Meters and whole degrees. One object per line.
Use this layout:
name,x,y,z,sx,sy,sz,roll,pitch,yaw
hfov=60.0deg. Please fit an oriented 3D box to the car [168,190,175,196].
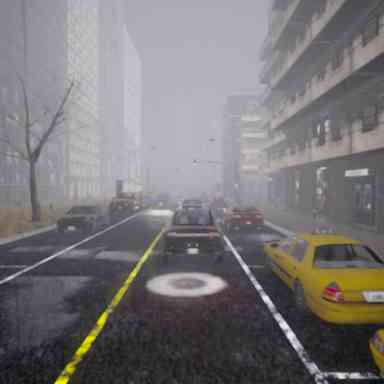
car,-5.796,0.197,94.506,1.967,1.590,4.097,0,1,0

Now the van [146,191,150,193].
van,-5.738,0.791,40.008,1.690,1.788,3.998,0,1,0

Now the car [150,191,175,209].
car,-3.109,0.998,35.824,2.128,1.511,4.902,0,1,0

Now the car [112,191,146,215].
car,-5.726,0.913,28.963,2.192,1.841,5.009,0,1,0

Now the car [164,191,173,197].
car,-5.783,0.437,83.452,1.887,1.381,4.507,0,1,0

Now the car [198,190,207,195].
car,2.608,0.577,72.407,1.887,1.381,4.507,0,1,0

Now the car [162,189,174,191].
car,-5.773,0.347,72.396,2.192,1.841,5.009,0,1,0

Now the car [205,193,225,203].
car,2.649,1.069,34.496,1.887,1.381,4.507,0,1,0

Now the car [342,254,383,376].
car,2.685,1.502,1.532,1.752,1.417,4.829,0,1,0

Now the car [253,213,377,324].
car,2.678,1.425,7.055,1.752,1.417,4.829,0,1,0

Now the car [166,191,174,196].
car,-5.789,0.390,88.981,1.947,1.339,4.313,0,1,0

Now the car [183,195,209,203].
car,0.017,1.190,25.746,2.033,1.411,5.357,0,1,0

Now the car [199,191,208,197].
car,2.603,0.507,77.933,1.887,1.381,4.507,0,1,0

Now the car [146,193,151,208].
car,-5.731,1.090,34.489,1.947,1.339,4.313,0,1,0

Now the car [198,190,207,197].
car,2.596,0.333,83.459,1.967,1.590,4.097,0,1,0

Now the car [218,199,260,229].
car,2.667,1.294,17.930,1.887,1.381,4.507,0,1,0

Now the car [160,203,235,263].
car,0.038,1.332,11.300,2.128,1.511,4.902,0,1,0

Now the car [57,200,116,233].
car,-5.713,1.315,17.922,1.947,1.339,4.313,0,1,0

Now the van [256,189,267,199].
van,13.645,0.300,59.969,3.998,1.788,1.690,-1,2,0
